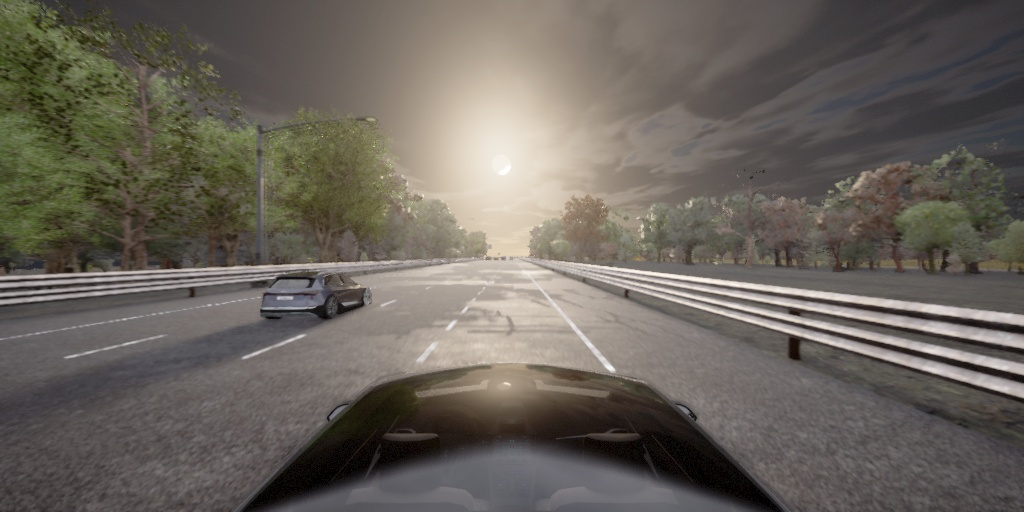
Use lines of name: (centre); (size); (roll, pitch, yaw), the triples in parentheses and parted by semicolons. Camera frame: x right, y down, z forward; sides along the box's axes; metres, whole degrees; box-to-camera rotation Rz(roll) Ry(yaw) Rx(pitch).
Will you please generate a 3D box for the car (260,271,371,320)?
car: (-6.655, 1.318, 12.668); (2.033, 1.649, 4.856); (0, -1, -2)
